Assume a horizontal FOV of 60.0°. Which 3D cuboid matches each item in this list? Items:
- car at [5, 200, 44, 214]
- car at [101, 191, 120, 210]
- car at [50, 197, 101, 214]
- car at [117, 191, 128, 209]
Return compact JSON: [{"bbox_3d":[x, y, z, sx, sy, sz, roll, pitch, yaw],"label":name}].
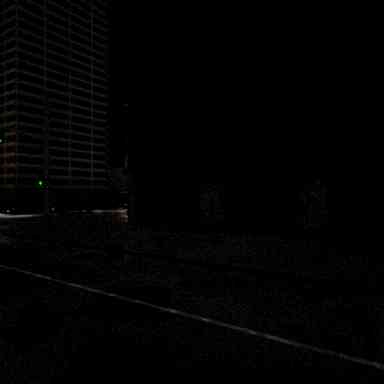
[{"bbox_3d":[-17.074,1.547,35.855,2.033,1.411,5.357,0,0,35],"label":"car"},{"bbox_3d":[-10.946,1.221,44.578,2.150,2.045,5.566,0,0,35],"label":"car"},{"bbox_3d":[-12.762,1.491,35.904,2.128,1.511,4.902,0,0,35],"label":"car"},{"bbox_3d":[-6.798,1.221,44.384,2.150,2.045,5.566,0,0,36],"label":"car"}]
